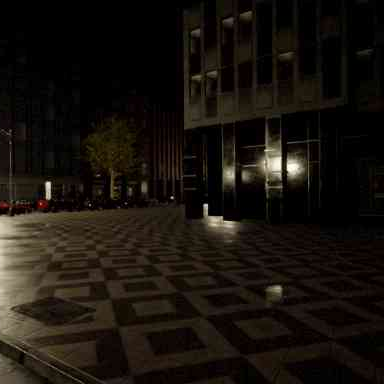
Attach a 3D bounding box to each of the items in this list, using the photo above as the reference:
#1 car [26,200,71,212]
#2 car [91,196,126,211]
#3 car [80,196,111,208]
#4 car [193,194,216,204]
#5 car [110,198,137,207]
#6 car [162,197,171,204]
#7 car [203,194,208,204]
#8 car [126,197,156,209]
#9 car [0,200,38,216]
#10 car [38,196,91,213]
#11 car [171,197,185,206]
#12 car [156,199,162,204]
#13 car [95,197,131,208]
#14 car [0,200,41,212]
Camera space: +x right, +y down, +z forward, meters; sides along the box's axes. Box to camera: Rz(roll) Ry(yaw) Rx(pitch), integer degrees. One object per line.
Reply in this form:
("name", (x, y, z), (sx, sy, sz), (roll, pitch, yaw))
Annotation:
("car", (-17.233, 1.640, 40.246), (1.895, 1.301, 4.718), (-1, 0, 35))
("car", (-10.509, 1.526, 39.812), (1.947, 1.339, 4.313), (-1, 0, 35))
("car", (-14.301, 1.486, 49.306), (1.967, 1.590, 4.097), (-1, 0, 35))
("car", (2.424, 1.285, 62.996), (2.097, 1.767, 4.553), (-1, 0, 35))
("car", (-11.086, 1.614, 53.941), (1.802, 1.307, 4.206), (-1, 0, 35))
("car", (-4.660, 1.576, 63.211), (1.947, 1.339, 4.313), (-1, 0, 35))
("car", (2.339, 1.224, 58.349), (2.192, 1.841, 5.009), (-1, 0, 35))
("car", (-7.297, 1.510, 44.445), (1.947, 1.339, 4.313), (-1, 0, 35))
("car", (-16.934, 1.577, 30.544), (1.802, 1.307, 4.206), (-1, 0, 35))
("car", (-13.724, 1.291, 35.179), (2.192, 1.841, 5.009), (-1, 0, 35))
("car", (-0.872, 1.464, 53.714), (1.887, 1.381, 4.507), (-1, 0, 35))
("car", (-7.971, 1.546, 58.435), (1.752, 1.417, 4.829), (-1, 0, 35))
("car", (-11.480, 1.502, 48.519), (2.128, 1.511, 4.902), (-1, 0, 35))
("car", (-20.725, 1.644, 40.038), (1.947, 1.339, 4.313), (-1, 0, 35))
